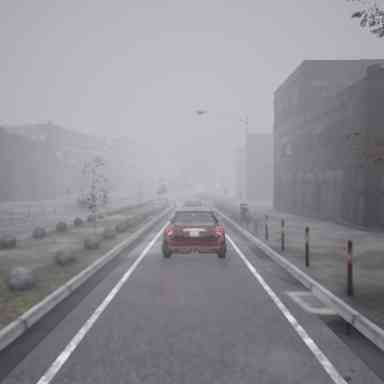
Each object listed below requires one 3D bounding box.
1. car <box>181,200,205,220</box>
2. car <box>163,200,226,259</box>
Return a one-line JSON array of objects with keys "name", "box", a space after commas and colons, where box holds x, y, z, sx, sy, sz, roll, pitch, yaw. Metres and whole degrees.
[{"name": "car", "box": [0.092, 1.471, 28.372, 1.837, 1.490, 4.892, 0, 0, 0]}, {"name": "car", "box": [0.087, 1.339, 12.711, 2.097, 1.767, 4.553, 0, 0, 0]}]
